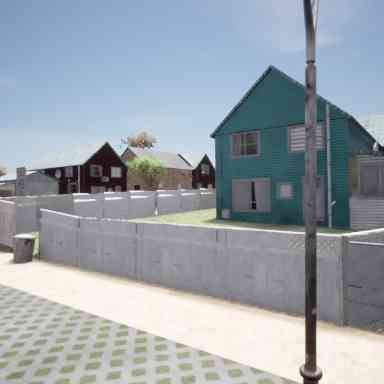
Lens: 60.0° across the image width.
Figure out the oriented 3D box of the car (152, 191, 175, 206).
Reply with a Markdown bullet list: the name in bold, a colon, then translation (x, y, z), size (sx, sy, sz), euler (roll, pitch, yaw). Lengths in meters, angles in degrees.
- **car**: translation (-3.765, 0.651, 34.005), size (2.097, 1.767, 4.553), euler (-1, 1, 35)

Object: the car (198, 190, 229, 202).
- **car**: translation (2.833, 0.519, 43.330), size (1.812, 1.442, 4.674), euler (-1, 1, 35)

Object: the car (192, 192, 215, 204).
- **car**: translation (1.038, 0.727, 35.702), size (1.895, 1.301, 4.718), euler (-1, 1, 35)
